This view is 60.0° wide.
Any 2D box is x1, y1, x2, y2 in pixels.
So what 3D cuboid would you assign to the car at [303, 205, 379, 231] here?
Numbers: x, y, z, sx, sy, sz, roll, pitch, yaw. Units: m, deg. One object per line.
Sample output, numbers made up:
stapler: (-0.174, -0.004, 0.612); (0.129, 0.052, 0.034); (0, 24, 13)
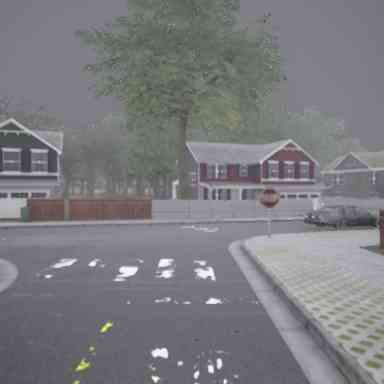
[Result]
car: (9.410, 1.516, 20.225); (5.357, 1.411, 2.033); (0, 0, -20)
